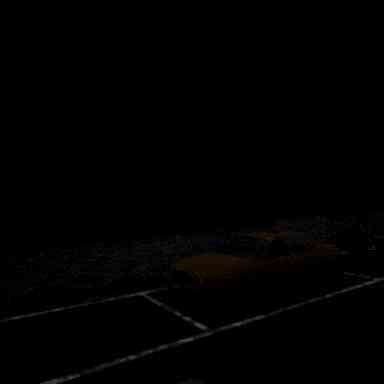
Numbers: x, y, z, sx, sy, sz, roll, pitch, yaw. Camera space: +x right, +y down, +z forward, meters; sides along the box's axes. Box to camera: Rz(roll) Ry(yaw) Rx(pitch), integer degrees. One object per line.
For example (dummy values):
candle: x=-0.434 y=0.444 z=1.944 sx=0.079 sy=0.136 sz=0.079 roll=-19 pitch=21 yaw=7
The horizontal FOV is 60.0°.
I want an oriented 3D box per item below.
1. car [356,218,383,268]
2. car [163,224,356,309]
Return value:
car: x=6.385 y=1.547 z=11.204 sx=4.507 sy=1.381 sz=1.887 roll=0 pitch=0 yaw=-36
car: x=1.657 y=1.527 z=7.832 sx=4.829 sy=1.417 sz=1.752 roll=0 pitch=0 yaw=-36
